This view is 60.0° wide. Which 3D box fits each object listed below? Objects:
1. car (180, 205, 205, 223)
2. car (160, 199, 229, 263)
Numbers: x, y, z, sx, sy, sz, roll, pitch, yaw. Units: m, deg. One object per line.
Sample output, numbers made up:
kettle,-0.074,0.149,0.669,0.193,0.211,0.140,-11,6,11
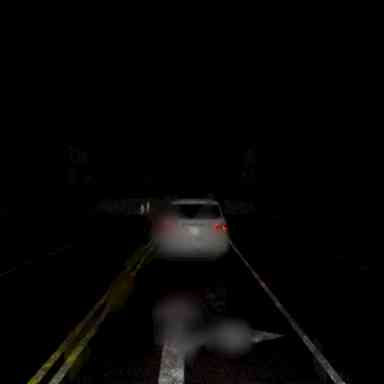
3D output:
car,0.060,1.748,27.775,1.895,1.301,4.718,1,-1,0
car,0.063,1.271,12.334,2.150,2.045,5.566,0,-1,0
